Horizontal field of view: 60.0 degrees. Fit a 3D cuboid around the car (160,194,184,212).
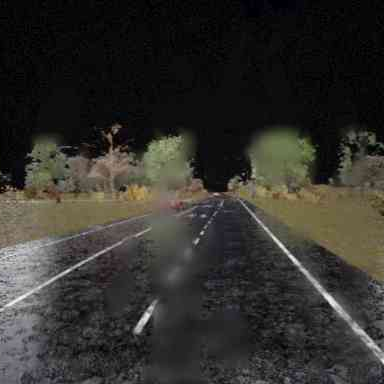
[{"bbox_3d":[-2.298,1.269,39.252,2.150,2.045,5.566,-2,0,7],"label":"car"}]
